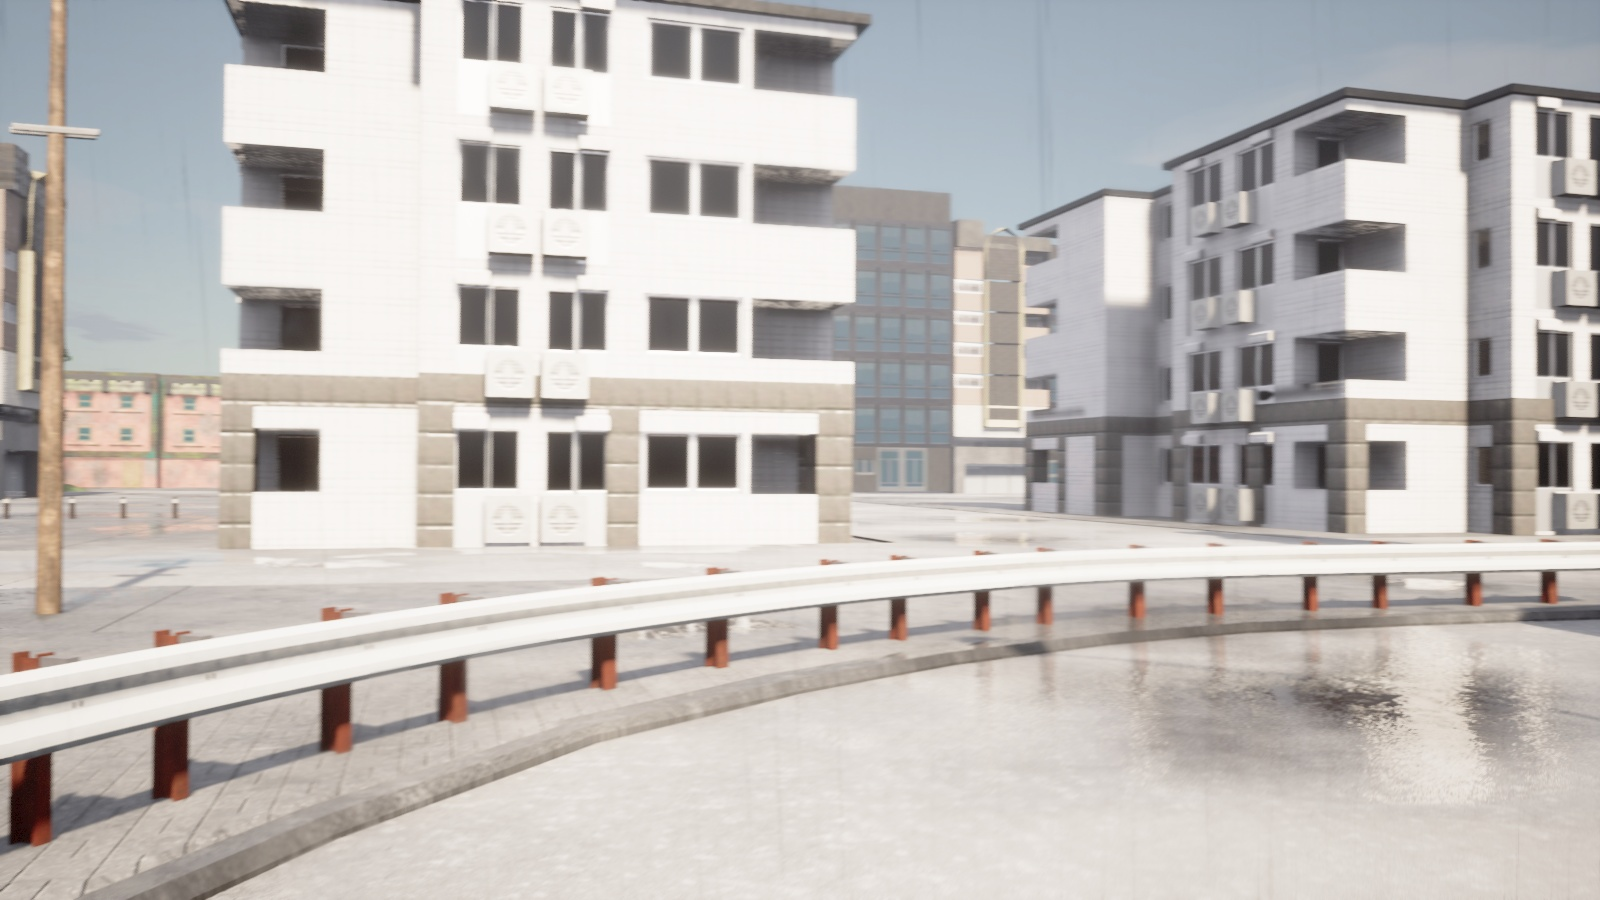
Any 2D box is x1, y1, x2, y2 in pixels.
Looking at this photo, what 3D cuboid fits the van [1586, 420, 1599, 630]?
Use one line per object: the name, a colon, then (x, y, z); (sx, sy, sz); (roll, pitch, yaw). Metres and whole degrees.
van: (10.155, 0.720, 11.938); (4.480, 2.038, 2.069); (0, -1, -16)
